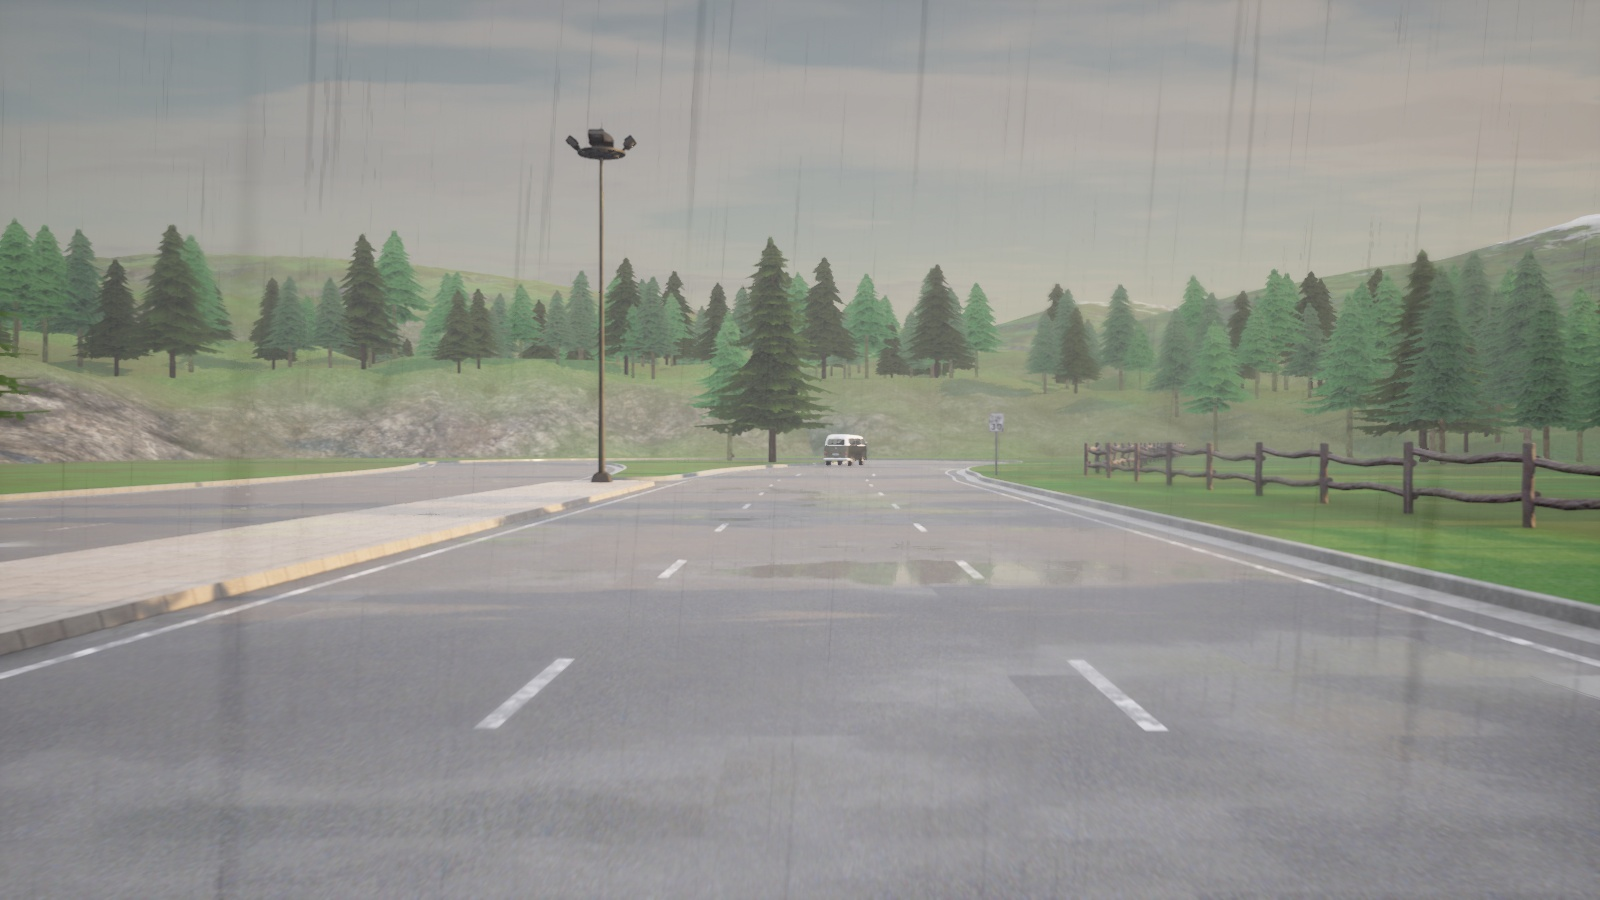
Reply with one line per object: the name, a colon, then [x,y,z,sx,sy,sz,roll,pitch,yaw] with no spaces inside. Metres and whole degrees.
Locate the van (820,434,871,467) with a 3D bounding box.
van: [3.014,0.012,81.788,2.069,2.038,4.480,0,0,19]
